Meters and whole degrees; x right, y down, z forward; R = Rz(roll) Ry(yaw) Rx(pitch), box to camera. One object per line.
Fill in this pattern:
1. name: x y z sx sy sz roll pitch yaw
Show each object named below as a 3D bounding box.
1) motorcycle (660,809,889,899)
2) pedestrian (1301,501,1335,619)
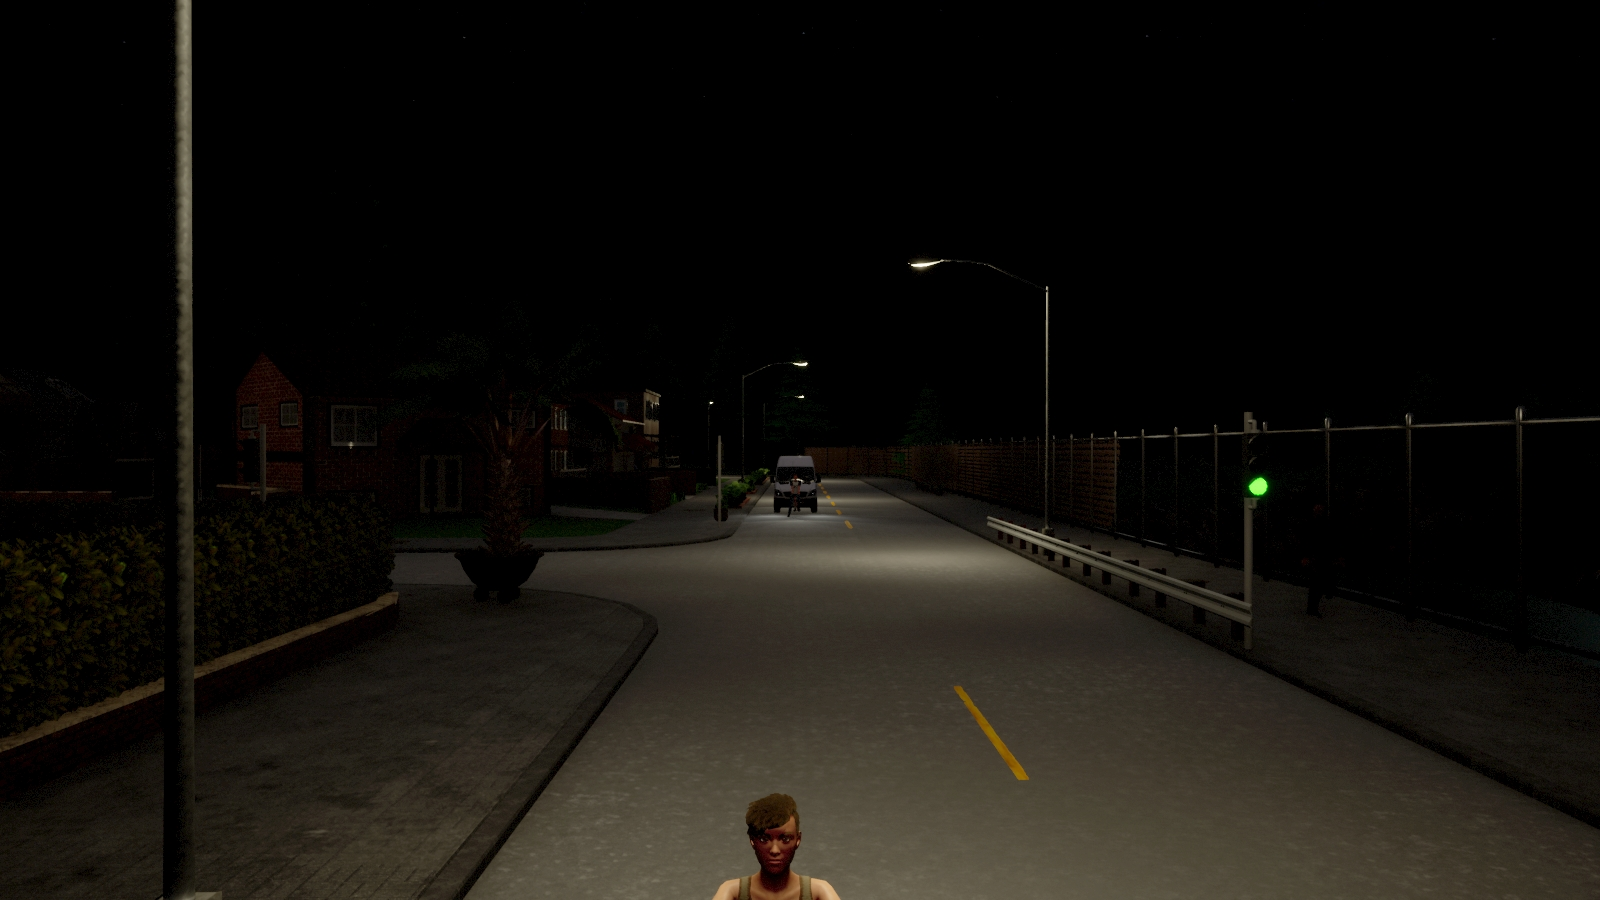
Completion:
1. motorcycle: -0.084 2.157 3.590 0.764 1.307 2.356 0 0 -1
2. pedestrian: 8.299 1.751 18.323 0.375 1.860 0.375 0 0 1
